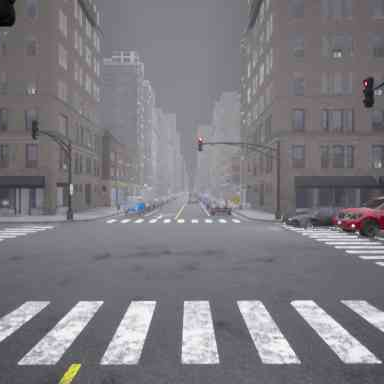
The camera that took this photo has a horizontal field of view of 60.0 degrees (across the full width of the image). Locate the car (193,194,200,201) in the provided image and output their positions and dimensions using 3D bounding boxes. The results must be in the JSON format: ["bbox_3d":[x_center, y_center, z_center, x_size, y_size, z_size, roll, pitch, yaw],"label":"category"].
[{"bbox_3d":[1.151,1.434,89.559,1.801,1.575,5.366,0,0,0],"label":"car"}]

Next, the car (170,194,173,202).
[{"bbox_3d":[-5.585,1.556,67.410,1.947,1.339,4.313,0,0,0],"label":"car"}]

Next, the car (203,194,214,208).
[{"bbox_3d":[2.847,1.436,44.705,1.967,1.590,4.097,0,0,0],"label":"car"}]

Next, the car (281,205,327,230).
[{"bbox_3d":[8.407,1.550,20.673,5.357,1.411,2.033,0,0,0],"label":"car"}]

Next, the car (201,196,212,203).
[{"bbox_3d":[2.941,1.541,67.382,2.008,1.369,4.403,0,0,0],"label":"car"}]

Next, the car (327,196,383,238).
[{"bbox_3d":[10.430,1.231,17.387,5.566,2.045,2.150,0,0,-2],"label":"car"}]

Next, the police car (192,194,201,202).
[{"bbox_3d":[1.120,1.409,79.465,1.930,1.638,5.238,0,0,-1],"label":"police car"}]

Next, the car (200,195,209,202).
[{"bbox_3d":[2.987,1.424,78.721,1.967,1.590,4.097,0,0,0],"label":"car"}]

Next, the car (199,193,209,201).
[{"bbox_3d":[3.010,1.296,84.390,2.192,1.841,5.009,0,0,0],"label":"car"}]

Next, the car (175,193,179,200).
[{"bbox_3d":[-5.492,1.293,90.083,2.192,1.841,5.009,0,0,0],"label":"car"}]

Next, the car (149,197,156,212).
[{"bbox_3d":[-5.702,1.437,39.068,1.967,1.590,4.097,0,0,0],"label":"car"}]

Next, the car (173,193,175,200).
[{"bbox_3d":[-5.539,1.510,78.576,1.752,1.417,4.829,0,0,0],"label":"car"}]

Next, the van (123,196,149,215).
[{"bbox_3d":[-5.725,1.338,33.400,1.690,1.788,3.998,0,0,0],"label":"van"}]

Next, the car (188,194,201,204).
[{"bbox_3d":[0.255,1.556,62.938,1.994,1.385,4.181,0,0,0],"label":"car"}]

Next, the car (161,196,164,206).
[{"bbox_3d":[-5.655,1.577,50.405,1.802,1.307,4.206,0,0,0],"label":"car"}]

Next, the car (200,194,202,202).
[{"bbox_3d":[2.918,1.517,61.883,1.752,1.417,4.829,0,0,0],"label":"car"}]

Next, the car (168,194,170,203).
[{"bbox_3d":[-5.609,1.517,61.571,1.752,1.417,4.829,0,0,0],"label":"car"}]

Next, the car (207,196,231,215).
[{"bbox_3d":[2.801,1.437,33.367,1.967,1.590,4.097,0,0,0],"label":"car"}]

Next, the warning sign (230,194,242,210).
[{"bbox_3d":[5.227,1.112,39.351,1.300,1.860,1.060,0,0,0],"label":"warning sign"}]

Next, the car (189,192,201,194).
[{"bbox_3d":[0.297,1.027,72.971,2.150,2.045,5.566,0,0,0],"label":"car"}]

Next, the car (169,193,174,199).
[{"bbox_3d":[-5.561,1.532,73.077,1.887,1.381,4.507,0,0,0],"label":"car"}]

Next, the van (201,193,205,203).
[{"bbox_3d":[2.894,1.335,56.044,1.690,1.788,3.998,0,0,0],"label":"van"}]

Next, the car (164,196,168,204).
[{"bbox_3d":[-5.632,1.560,56.073,1.947,1.339,4.313,0,0,0],"label":"car"}]

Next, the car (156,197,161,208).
[{"bbox_3d":[-5.678,1.562,44.737,1.947,1.339,4.313,0,0,0],"label":"car"}]
